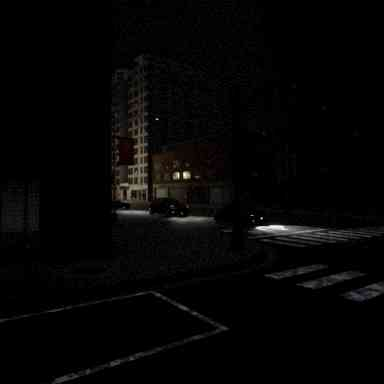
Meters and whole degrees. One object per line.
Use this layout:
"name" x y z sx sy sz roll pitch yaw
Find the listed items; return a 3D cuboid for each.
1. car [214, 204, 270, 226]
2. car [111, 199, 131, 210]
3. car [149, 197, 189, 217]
"car" 3.413 1.538 23.374 1.994 1.385 4.181 0 0 -35
"car" -9.349 1.542 41.337 1.895 1.301 4.718 0 0 -35
"car" -2.181 1.312 31.239 2.097 1.767 4.553 0 0 -35
